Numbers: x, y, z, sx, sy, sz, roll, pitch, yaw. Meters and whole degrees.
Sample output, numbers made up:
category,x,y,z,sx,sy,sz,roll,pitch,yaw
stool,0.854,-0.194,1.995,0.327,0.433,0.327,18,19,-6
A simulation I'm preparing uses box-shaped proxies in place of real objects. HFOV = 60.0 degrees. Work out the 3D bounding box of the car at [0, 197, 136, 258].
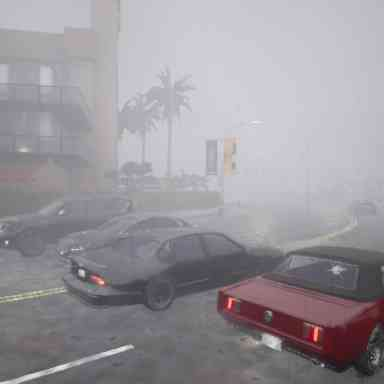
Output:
category,x,y,z,sx,sy,sz,roll,pitch,yaw
car,-4.707,1.218,13.253,5.566,2.045,2.150,0,0,-39

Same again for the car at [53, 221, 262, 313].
category,x,y,z,sx,sy,sz,roll,pitch,yaw
car,-0.087,1.546,7.713,5.357,1.411,2.033,0,0,-39

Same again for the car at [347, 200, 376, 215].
category,x,y,z,sx,sy,sz,roll,pitch,yaw
car,16.894,1.493,33.326,2.128,1.511,4.902,0,0,15

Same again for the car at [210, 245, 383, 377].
category,x,y,z,sx,sy,sz,roll,pitch,yaw
car,2.715,1.601,5.604,4.718,1.301,1.895,0,0,-40

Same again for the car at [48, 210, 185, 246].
category,x,y,z,sx,sy,sz,roll,pitch,yaw
car,-1.895,1.503,11.140,4.892,1.490,1.837,0,0,-40

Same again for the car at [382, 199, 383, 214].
category,x,y,z,sx,sy,sz,roll,pitch,yaw
car,20.370,1.508,32.895,1.837,1.490,4.892,1,0,14
